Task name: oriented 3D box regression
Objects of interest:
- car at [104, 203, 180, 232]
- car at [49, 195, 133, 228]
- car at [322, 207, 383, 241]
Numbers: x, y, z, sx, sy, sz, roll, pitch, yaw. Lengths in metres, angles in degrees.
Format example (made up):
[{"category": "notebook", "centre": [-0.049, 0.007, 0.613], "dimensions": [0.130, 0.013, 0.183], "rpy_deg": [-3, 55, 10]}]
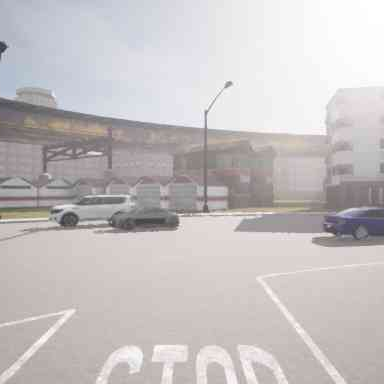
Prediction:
[{"category": "car", "centre": [-2.850, 1.564, 20.092], "dimensions": [4.181, 1.385, 1.994], "rpy_deg": [0, 0, -26]}, {"category": "car", "centre": [-6.546, 1.223, 22.332], "dimensions": [5.566, 2.045, 2.150], "rpy_deg": [0, -1, -30]}, {"category": "car", "centre": [8.959, 1.477, 16.380], "dimensions": [5.008, 1.535, 1.882], "rpy_deg": [0, 0, -12]}]
